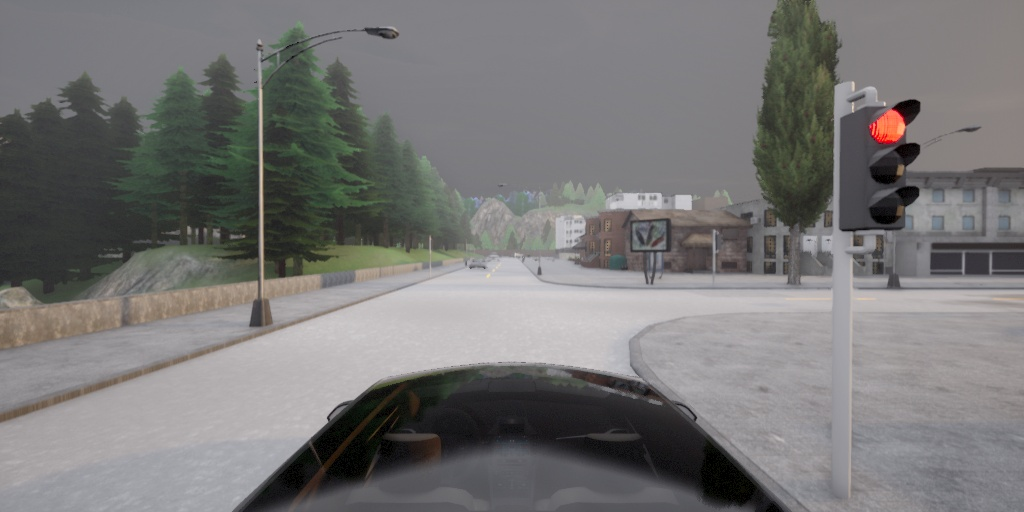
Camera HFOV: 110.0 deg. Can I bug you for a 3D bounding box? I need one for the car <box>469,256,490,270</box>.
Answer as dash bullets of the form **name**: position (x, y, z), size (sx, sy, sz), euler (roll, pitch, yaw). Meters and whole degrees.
- **car**: position (-4.003, 0.978, 42.652), size (1.895, 1.301, 4.718), euler (0, 1, 0)
